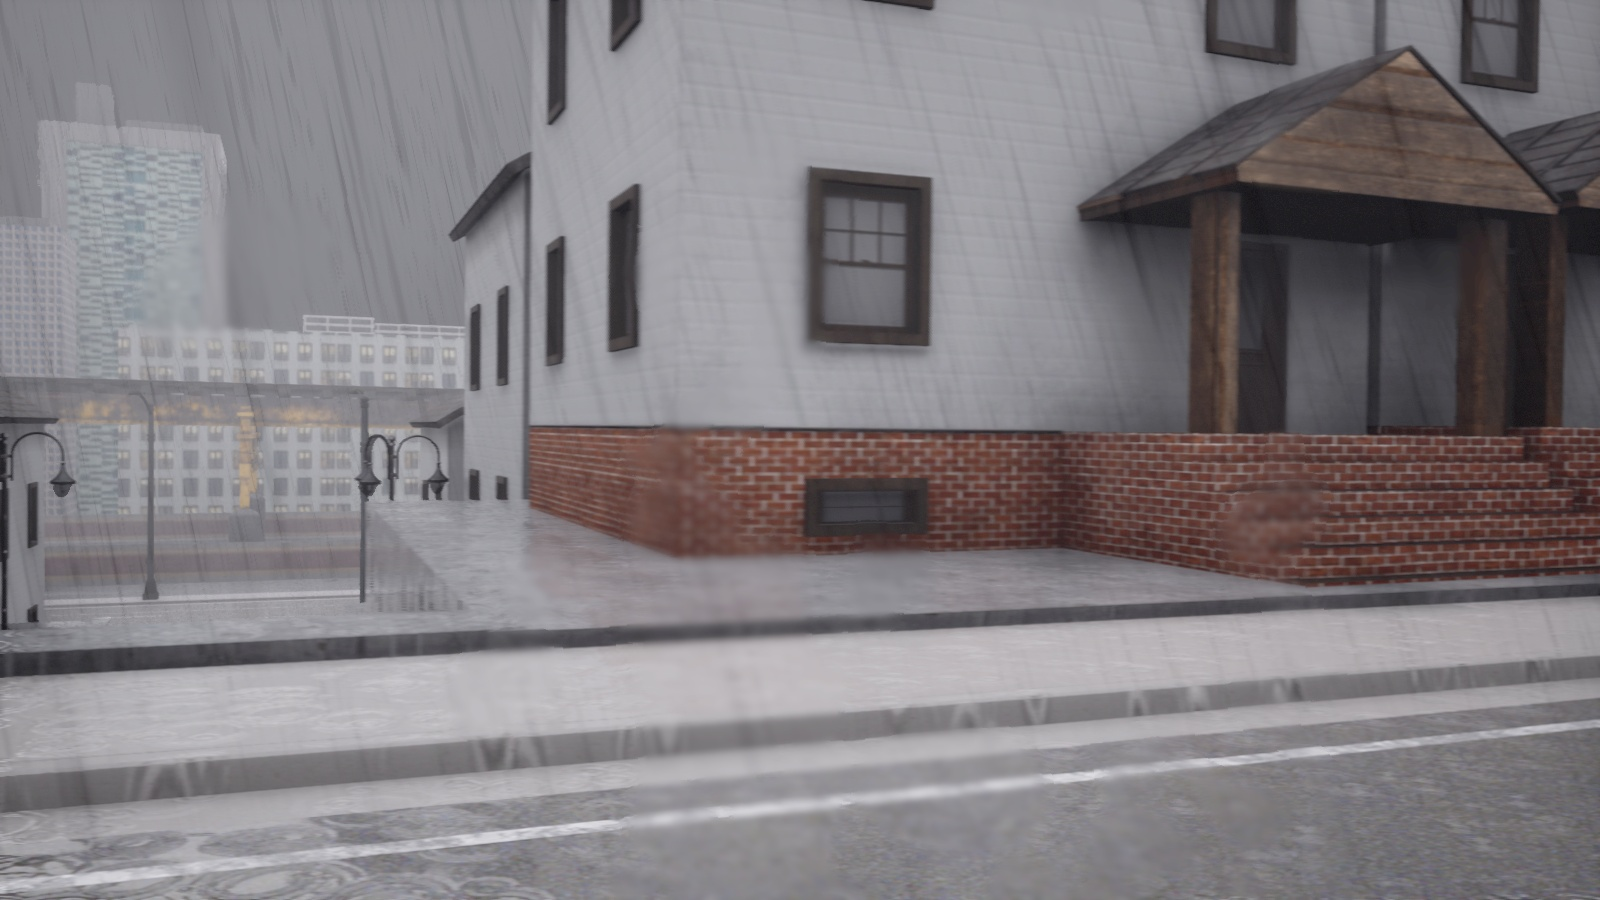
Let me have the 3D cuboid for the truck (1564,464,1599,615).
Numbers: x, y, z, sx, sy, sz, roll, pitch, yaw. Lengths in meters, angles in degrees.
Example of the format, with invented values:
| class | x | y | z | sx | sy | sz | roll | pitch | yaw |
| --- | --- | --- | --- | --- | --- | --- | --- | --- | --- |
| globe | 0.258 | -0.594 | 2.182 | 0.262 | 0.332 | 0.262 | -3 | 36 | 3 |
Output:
| class | x | y | z | sx | sy | sz | roll | pitch | yaw |
| --- | --- | --- | --- | --- | --- | --- | --- | --- | --- |
| truck | 21.368 | 1.300 | 26.896 | 2.891 | 3.462 | 7.936 | -2 | -12 | -21 |
